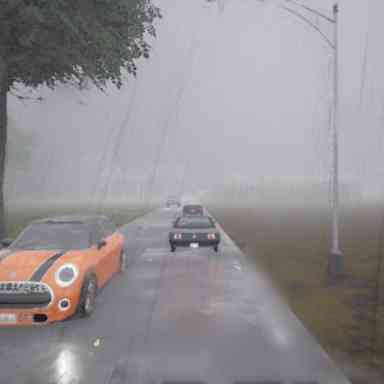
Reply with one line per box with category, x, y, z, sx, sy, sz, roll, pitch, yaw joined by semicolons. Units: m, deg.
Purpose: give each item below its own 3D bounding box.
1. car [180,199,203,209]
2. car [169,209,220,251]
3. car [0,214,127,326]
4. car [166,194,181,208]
car;0.084;1.543;32.402;1.882;1.535;5.008;0;0;0
car;0.090;1.620;14.118;1.895;1.301;4.718;0;0;0
car;-2.854;1.360;7.365;2.097;1.767;4.553;0;0;0
car;-2.841;1.357;51.953;2.150;2.045;5.566;0;0;0
